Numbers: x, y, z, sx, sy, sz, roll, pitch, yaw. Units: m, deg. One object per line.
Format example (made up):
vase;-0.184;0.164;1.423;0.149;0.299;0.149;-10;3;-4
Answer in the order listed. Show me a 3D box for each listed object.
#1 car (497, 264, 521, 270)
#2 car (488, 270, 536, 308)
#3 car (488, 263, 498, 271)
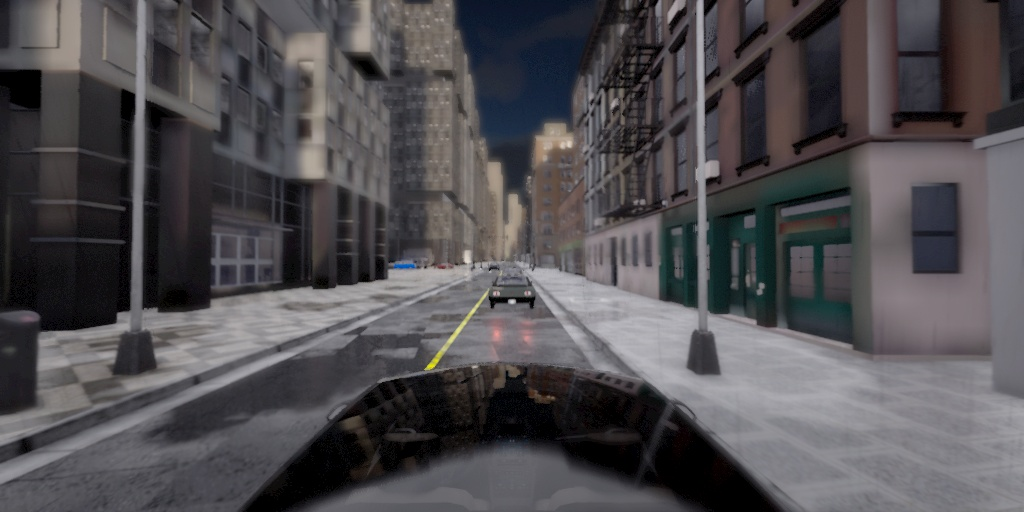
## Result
car;0.018;1.574;30.846;2.033;1.411;5.357;0;-1;0
car;0.010;1.486;15.965;1.895;1.301;4.718;0;-1;0
car;-2.966;1.846;61.022;2.033;1.411;5.357;0;-1;0
